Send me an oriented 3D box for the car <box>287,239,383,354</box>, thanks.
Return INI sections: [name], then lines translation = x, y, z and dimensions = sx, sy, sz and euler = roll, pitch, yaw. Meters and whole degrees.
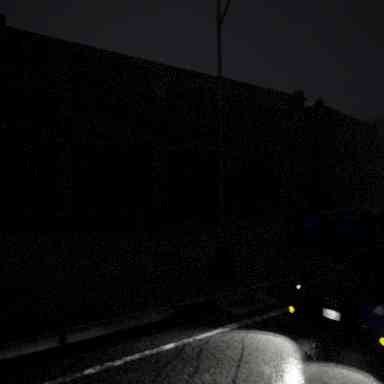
[car]
translation = 3.636, 1.584, 5.941
dimensions = 4.181, 1.385, 1.994
euler = 0, 0, -35
